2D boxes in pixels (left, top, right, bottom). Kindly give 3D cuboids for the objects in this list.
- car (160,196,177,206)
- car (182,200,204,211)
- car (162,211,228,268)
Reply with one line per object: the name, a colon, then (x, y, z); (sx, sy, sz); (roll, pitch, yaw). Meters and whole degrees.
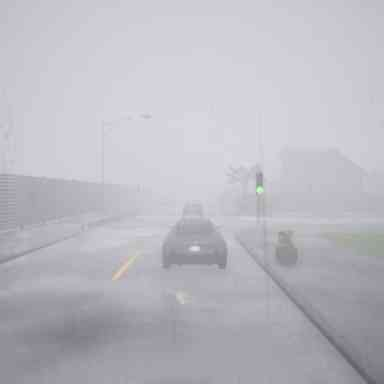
car: (-4.059, 1.579, 54.274); (2.033, 1.411, 5.357); (0, 0, 1)
car: (0.091, 1.509, 31.305); (2.128, 1.511, 4.902); (0, 0, 0)
car: (0.081, 1.570, 11.350); (1.994, 1.385, 4.181); (0, 0, 0)
